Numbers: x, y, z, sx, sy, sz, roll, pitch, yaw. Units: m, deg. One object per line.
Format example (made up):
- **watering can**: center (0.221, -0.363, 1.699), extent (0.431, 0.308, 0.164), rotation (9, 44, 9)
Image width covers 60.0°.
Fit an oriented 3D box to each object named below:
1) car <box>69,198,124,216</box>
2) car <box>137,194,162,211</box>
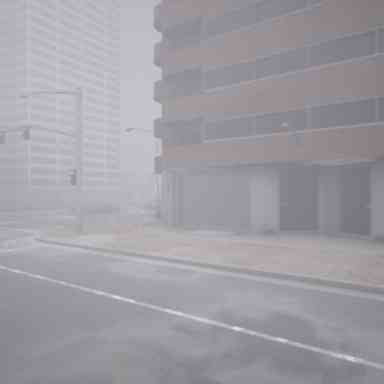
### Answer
- **car**: center (-10.021, 1.664, 34.500), extent (2.033, 1.411, 5.357), rotation (0, 0, 35)
- **car**: center (-4.302, 1.469, 42.604), extent (2.097, 1.767, 4.553), rotation (0, 0, 35)
